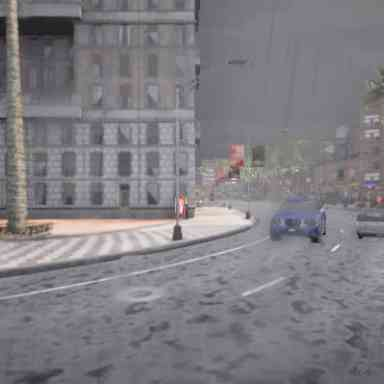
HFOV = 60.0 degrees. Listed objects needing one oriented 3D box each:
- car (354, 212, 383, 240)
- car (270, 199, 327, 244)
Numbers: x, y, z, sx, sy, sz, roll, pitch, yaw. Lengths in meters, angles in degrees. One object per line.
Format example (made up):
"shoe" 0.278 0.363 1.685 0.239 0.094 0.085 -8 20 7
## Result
"car" 9.726 1.755 17.641 1.895 1.301 4.718 0 -1 24
"car" 5.705 1.384 17.318 2.150 2.045 5.566 0 -1 27
